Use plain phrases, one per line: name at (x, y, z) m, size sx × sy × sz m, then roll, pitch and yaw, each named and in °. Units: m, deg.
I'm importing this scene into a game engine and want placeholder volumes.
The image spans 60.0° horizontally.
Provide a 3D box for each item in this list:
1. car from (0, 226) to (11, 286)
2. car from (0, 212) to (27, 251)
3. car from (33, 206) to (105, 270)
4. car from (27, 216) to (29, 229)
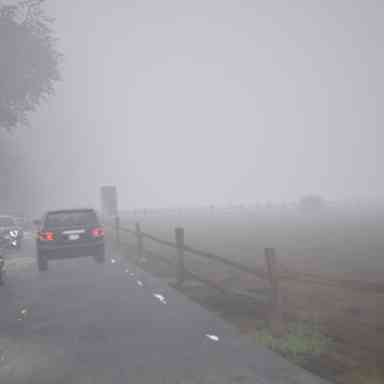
car at (-5.505, 1.848, 7.672) m, size 1.837 × 1.490 × 4.892 m, roll -3°, pitch -1°, yaw -25°
car at (-9.733, 2.008, 16.789) m, size 2.097 × 1.767 × 4.553 m, roll -3°, pitch -1°, yaw -25°
car at (-4.816, 1.593, 12.921) m, size 2.150 × 2.045 × 5.566 m, roll -2°, pitch -1°, yaw -24°
car at (-15.890, 2.621, 30.138) m, size 2.128 × 1.511 × 4.902 m, roll -3°, pitch -1°, yaw -25°
